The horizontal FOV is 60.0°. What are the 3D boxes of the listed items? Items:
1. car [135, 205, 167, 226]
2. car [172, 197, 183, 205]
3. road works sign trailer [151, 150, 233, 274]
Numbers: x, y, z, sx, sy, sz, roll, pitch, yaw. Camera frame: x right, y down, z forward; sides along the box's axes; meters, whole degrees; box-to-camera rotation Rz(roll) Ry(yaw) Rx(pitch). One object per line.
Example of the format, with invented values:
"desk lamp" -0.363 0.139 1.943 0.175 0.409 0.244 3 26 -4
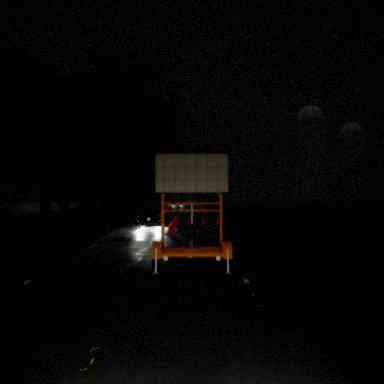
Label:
"car" -2.850 1.601 23.926 1.994 1.385 4.181 0 0 0
"car" -2.794 1.790 64.955 1.812 1.442 4.674 0 0 1
"road works sign trailer" -0.001 0.471 10.565 2.380 3.560 2.880 0 0 0
